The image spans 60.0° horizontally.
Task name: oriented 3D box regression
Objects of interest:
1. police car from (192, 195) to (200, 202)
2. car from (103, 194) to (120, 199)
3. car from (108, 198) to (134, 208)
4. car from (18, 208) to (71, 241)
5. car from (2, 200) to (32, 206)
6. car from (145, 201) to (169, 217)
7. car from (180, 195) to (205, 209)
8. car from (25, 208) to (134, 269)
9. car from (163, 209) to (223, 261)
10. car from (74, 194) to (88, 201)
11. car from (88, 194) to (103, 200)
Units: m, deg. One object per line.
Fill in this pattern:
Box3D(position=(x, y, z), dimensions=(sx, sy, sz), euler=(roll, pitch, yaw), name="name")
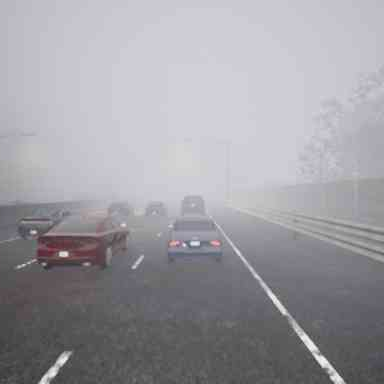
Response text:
Box3D(position=(1.039, 1.711, 83.232), dimensions=(1.930, 1.638, 5.238), euler=(0, 0, 0), name="police car")
Box3D(position=(-17.510, 1.360, 74.530), dimensions=(2.150, 2.045, 5.566), euler=(0, 0, 0), name="car")
Box3D(position=(-6.907, 1.615, 32.601), dimensions=(1.837, 1.490, 4.892), euler=(0, 0, 0), name="car")
Box3D(position=(-6.906, 1.549, 16.941), dimensions=(2.128, 1.511, 4.902), euler=(0, 0, 0), name="car")
Box3D(position=(-17.599, 1.604, 33.383), dimensions=(2.128, 1.511, 4.902), euler=(0, 0, 0), name="car")
Box3D(position=(-3.407, 1.615, 32.567), dimensions=(1.837, 1.490, 4.892), euler=(0, 0, 0), name="car")
Box3D(position=(0.094, 1.328, 31.668), dimensions=(2.150, 2.045, 5.566), euler=(0, 0, 0), name="car")
Box3D(position=(-3.413, 1.516, 11.343), dimensions=(1.882, 1.535, 5.008), euler=(0, 0, 0), name="car")
Box3D(position=(0.093, 1.589, 12.378), dimensions=(2.033, 1.411, 5.357), euler=(0, 0, 0), name="car")
Box3D(position=(-24.510, 1.360, 74.529), dimensions=(2.150, 2.045, 5.566), euler=(0, 0, 0), name="car")
Box3D(position=(-21.010, 1.671, 74.144), dimensions=(1.837, 1.490, 4.892), euler=(0, 0, 0), name="car")
